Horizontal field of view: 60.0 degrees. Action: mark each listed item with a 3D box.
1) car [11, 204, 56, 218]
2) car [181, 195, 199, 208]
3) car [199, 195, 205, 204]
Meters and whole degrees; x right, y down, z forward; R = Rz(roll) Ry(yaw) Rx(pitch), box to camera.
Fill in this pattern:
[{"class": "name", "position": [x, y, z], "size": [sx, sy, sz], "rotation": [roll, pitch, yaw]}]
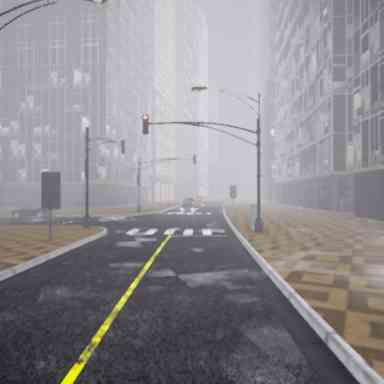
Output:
[{"class": "car", "position": [-16.140, 1.929, 33.847], "size": [4.403, 1.369, 2.008], "rotation": [-1, 0, 10]}, {"class": "car", "position": [-0.464, 1.585, 49.494], "size": [1.837, 1.490, 4.892], "rotation": [0, 0, 6]}, {"class": "car", "position": [1.395, 1.441, 64.906], "size": [2.097, 1.767, 4.553], "rotation": [0, 0, 8]}]
